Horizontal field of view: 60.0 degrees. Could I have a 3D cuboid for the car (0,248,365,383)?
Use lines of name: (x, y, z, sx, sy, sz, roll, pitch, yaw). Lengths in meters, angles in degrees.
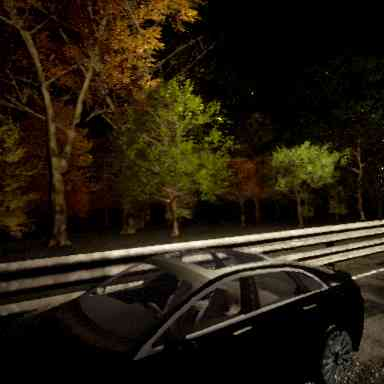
car: (-0.025, 1.477, 3.665, 4.902, 1.511, 2.128, 0, 0, -35)
